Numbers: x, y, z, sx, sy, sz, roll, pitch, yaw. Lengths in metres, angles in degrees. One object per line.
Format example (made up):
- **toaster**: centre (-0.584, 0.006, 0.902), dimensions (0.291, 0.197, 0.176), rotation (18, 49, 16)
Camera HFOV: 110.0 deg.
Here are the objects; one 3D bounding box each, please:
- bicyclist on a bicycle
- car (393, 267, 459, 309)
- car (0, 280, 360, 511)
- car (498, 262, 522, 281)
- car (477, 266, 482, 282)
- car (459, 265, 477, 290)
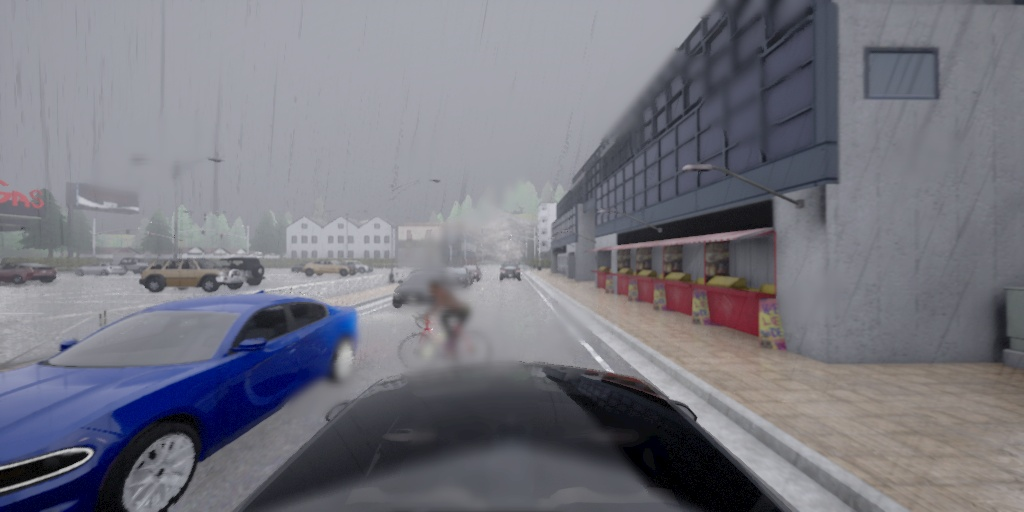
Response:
- **bicyclist on a bicycle**: centre (-1.197, 1.238, 6.396), dimensions (1.656, 1.620, 0.582), rotation (-2, 0, -1)
- **car**: centre (-3.702, 1.363, 15.692), dimensions (1.837, 1.490, 4.892), rotation (0, 0, 0)
- **car**: centre (-3.611, 1.249, 4.354), dimensions (1.882, 1.535, 5.008), rotation (0, 0, 0)
- **car**: centre (-0.158, 1.517, 33.015), dimensions (1.812, 1.442, 4.674), rotation (0, -1, -1)
- **car**: centre (-3.788, 1.513, 32.412), dimensions (1.812, 1.442, 4.674), rotation (0, 0, 0)
- **car**: centre (-3.684, 1.451, 24.373), dimensions (1.812, 1.442, 4.674), rotation (0, 0, 0)
